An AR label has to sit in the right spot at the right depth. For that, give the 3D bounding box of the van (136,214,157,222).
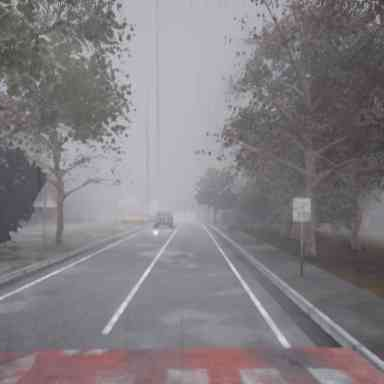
[{"bbox_3d":[-10.503,6.023,77.004,4.442,1.987,1.878,0,-5,0],"label":"van"}]

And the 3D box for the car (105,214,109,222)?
[{"bbox_3d":[-23.464,6.403,79.939,5.008,1.535,2.097,0,-5,0],"label":"car"}]

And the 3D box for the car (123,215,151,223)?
[{"bbox_3d":[-10.387,5.085,63.157,5.008,1.535,2.097,0,-5,0],"label":"car"}]

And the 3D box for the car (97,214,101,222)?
[{"bbox_3d":[-23.434,5.810,74.428,4.553,1.767,2.185,0,-5,0],"label":"car"}]

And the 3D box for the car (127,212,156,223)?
[{"bbox_3d":[-10.354,5.294,68.708,5.566,2.045,2.435,0,-5,0],"label":"car"}]

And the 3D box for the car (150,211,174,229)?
[{"bbox_3d":[-3.365,3.311,40.294,2.150,2.045,5.566,0,-4,0],"label":"car"}]

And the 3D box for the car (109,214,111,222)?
[{"bbox_3d":[-23.465,6.639,82.699,4.892,1.521,2.231,0,-5,0],"label":"car"}]

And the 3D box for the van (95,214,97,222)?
[{"bbox_3d":[-23.580,5.474,71.676,4.442,1.987,1.878,0,-5,0],"label":"van"}]

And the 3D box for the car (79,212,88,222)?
[{"bbox_3d":[-23.486,4.755,63.400,5.566,2.045,2.435,0,-4,0],"label":"car"}]

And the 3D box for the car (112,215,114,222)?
[{"bbox_3d":[-23.289,7.105,88.221,5.366,1.575,1.946,0,-5,0],"label":"car"}]

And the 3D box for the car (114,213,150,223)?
[{"bbox_3d":[-10.193,4.654,57.633,5.366,1.575,1.946,0,-4,0],"label":"car"}]

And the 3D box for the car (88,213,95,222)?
[{"bbox_3d":[-23.457,5.467,68.896,4.892,1.521,2.231,0,-5,0],"label":"car"}]

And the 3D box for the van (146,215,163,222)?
[{"bbox_3d":[-10.277,7.199,90.835,4.442,1.987,1.878,0,-5,0],"label":"van"}]

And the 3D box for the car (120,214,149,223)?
[{"bbox_3d":[-10.385,4.867,60.393,4.892,1.521,2.231,0,-4,0],"label":"car"}]

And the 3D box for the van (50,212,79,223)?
[{"bbox_3d":[-23.575,4.552,60.515,4.442,1.987,1.878,0,-4,0],"label":"van"}]

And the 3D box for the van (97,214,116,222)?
[{"bbox_3d":[-23.357,7.117,90.998,4.442,1.987,1.878,0,-5,0],"label":"van"}]

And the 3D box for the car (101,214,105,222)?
[{"bbox_3d":[-23.463,6.158,77.053,5.008,1.535,2.097,0,-5,0],"label":"car"}]

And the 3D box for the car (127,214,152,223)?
[{"bbox_3d":[-10.413,5.187,65.935,4.553,1.767,2.185,0,-5,0],"label":"car"}]
